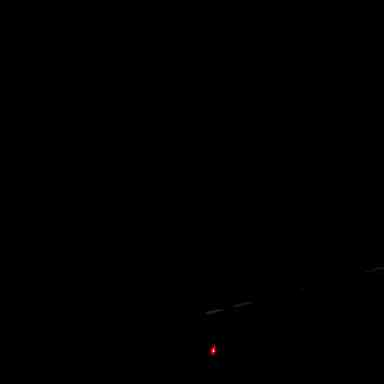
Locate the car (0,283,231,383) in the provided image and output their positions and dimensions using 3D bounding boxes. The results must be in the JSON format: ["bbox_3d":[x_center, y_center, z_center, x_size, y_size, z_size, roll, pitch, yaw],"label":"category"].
[{"bbox_3d":[-2.183,1.544,2.436,5.357,1.411,2.033,1,0,-36],"label":"car"}]
